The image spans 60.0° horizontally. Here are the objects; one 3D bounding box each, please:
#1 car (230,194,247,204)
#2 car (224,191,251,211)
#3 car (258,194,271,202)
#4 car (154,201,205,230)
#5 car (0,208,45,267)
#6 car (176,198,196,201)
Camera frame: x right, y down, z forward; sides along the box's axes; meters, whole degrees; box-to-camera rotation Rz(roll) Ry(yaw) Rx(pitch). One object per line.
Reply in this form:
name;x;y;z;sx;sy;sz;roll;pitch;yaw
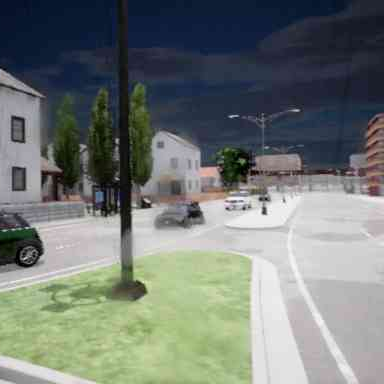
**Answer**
car;7.781;1.091;55.072;1.837;1.490;4.892;-1;0;20
car;5.153;0.943;36.890;2.150;2.045;5.566;-1;0;19
car;12.821;1.085;58.793;1.895;1.301;4.718;-1;0;19
car;-0.696;1.464;20.249;1.994;1.385;4.181;-1;0;20
car;-6.614;1.405;9.178;2.097;1.767;4.553;-1;0;34
car;-0.730;1.339;30.562;2.128;1.511;4.902;-1;0;19
